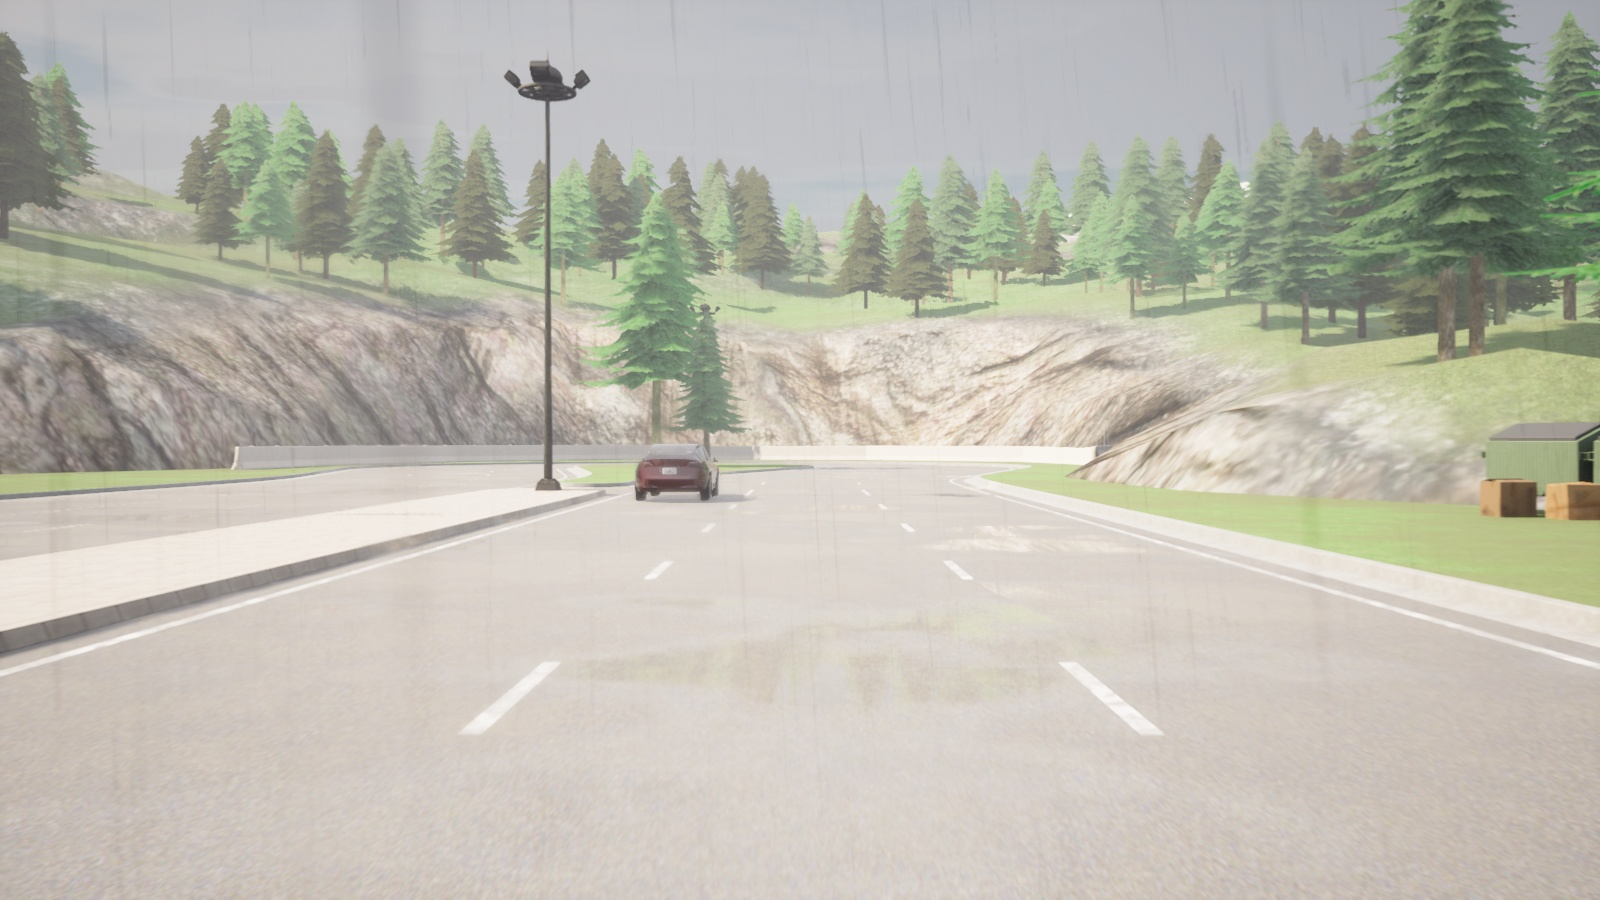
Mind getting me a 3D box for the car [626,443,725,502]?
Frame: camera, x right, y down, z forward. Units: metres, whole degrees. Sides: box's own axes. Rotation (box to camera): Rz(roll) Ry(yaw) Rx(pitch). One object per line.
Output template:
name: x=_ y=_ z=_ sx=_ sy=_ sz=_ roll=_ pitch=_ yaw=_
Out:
car: x=-3.291 y=0.551 z=34.127 sx=2.163 sy=1.488 sz=4.792 roll=0 pitch=0 yaw=0
